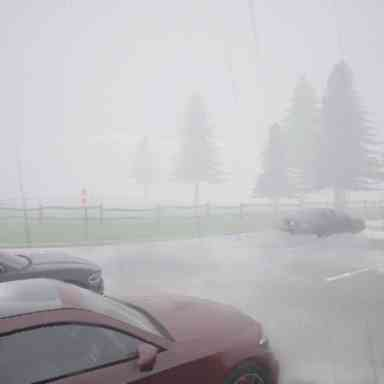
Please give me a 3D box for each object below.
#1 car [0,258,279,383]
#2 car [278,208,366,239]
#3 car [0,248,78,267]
[{"bbox_3d":[-1.299,1.525,2.819,4.674,1.442,1.812,0,0,-35],"label":"car"},{"bbox_3d":[6.810,1.540,17.196,5.357,1.411,2.033,0,0,-35],"label":"car"},{"bbox_3d":[-3.925,1.478,5.245,5.008,1.535,1.882,0,0,-35],"label":"car"}]
